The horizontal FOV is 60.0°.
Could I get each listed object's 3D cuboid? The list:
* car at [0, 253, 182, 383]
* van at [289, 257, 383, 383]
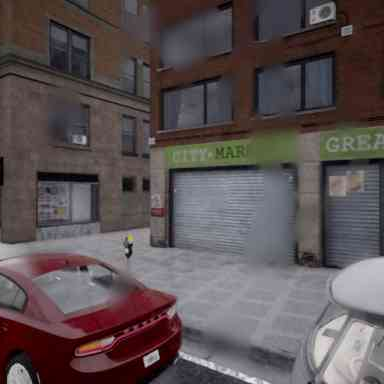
[{"bbox_3d":[-2.223,1.543,4.660,4.507,1.381,1.887,0,0,35],"label":"car"},{"bbox_3d":[2.387,1.341,1.375,3.998,1.788,1.690,0,0,35],"label":"van"}]
